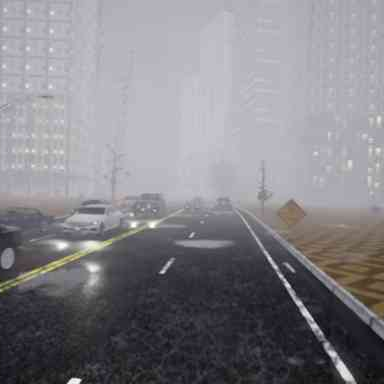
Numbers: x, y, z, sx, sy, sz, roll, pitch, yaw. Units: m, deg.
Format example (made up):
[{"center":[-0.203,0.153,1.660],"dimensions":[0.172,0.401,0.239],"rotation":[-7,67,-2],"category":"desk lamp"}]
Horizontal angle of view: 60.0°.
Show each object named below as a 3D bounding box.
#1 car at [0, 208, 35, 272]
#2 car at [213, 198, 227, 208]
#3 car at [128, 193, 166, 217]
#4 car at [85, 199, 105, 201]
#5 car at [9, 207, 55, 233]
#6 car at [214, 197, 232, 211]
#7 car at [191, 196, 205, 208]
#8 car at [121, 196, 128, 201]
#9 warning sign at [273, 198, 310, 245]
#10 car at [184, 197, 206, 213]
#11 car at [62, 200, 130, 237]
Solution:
[{"center":[-5.974,1.330,7.564],"dimensions":[1.882,1.535,5.008],"rotation":[1,0,6],"category":"car"},{"center":[4.327,1.619,51.356],"dimensions":[1.895,1.301,4.718],"rotation":[1,0,2],"category":"car"},{"center":[-3.711,1.097,29.923],"dimensions":[2.150,2.045,5.566],"rotation":[1,0,6],"category":"car"},{"center":[-7.433,1.299,25.371],"dimensions":[1.837,1.490,4.892],"rotation":[1,0,6],"category":"car"},{"center":[-8.428,1.385,15.521],"dimensions":[1.895,1.301,4.718],"rotation":[1,0,6],"category":"car"},{"center":[3.831,1.384,41.027],"dimensions":[2.097,1.767,4.553],"rotation":[1,0,4],"category":"car"},{"center":[0.949,1.423,49.190],"dimensions":[1.882,1.535,5.008],"rotation":[1,0,3],"category":"car"},{"center":[-6.446,1.154,35.729],"dimensions":[2.097,1.767,4.553],"rotation":[1,0,5],"category":"car"},{"center":[4.217,1.200,14.185],"dimensions":[1.300,1.860,1.060],"rotation":[2,0,6],"category":"warning sign"},{"center":[0.244,1.558,36.642],"dimensions":[1.895,1.301,4.718],"rotation":[1,0,5],"category":"car"},{"center":[-4.969,1.389,17.428],"dimensions":[1.812,1.442,4.674],"rotation":[1,0,6],"category":"car"}]
